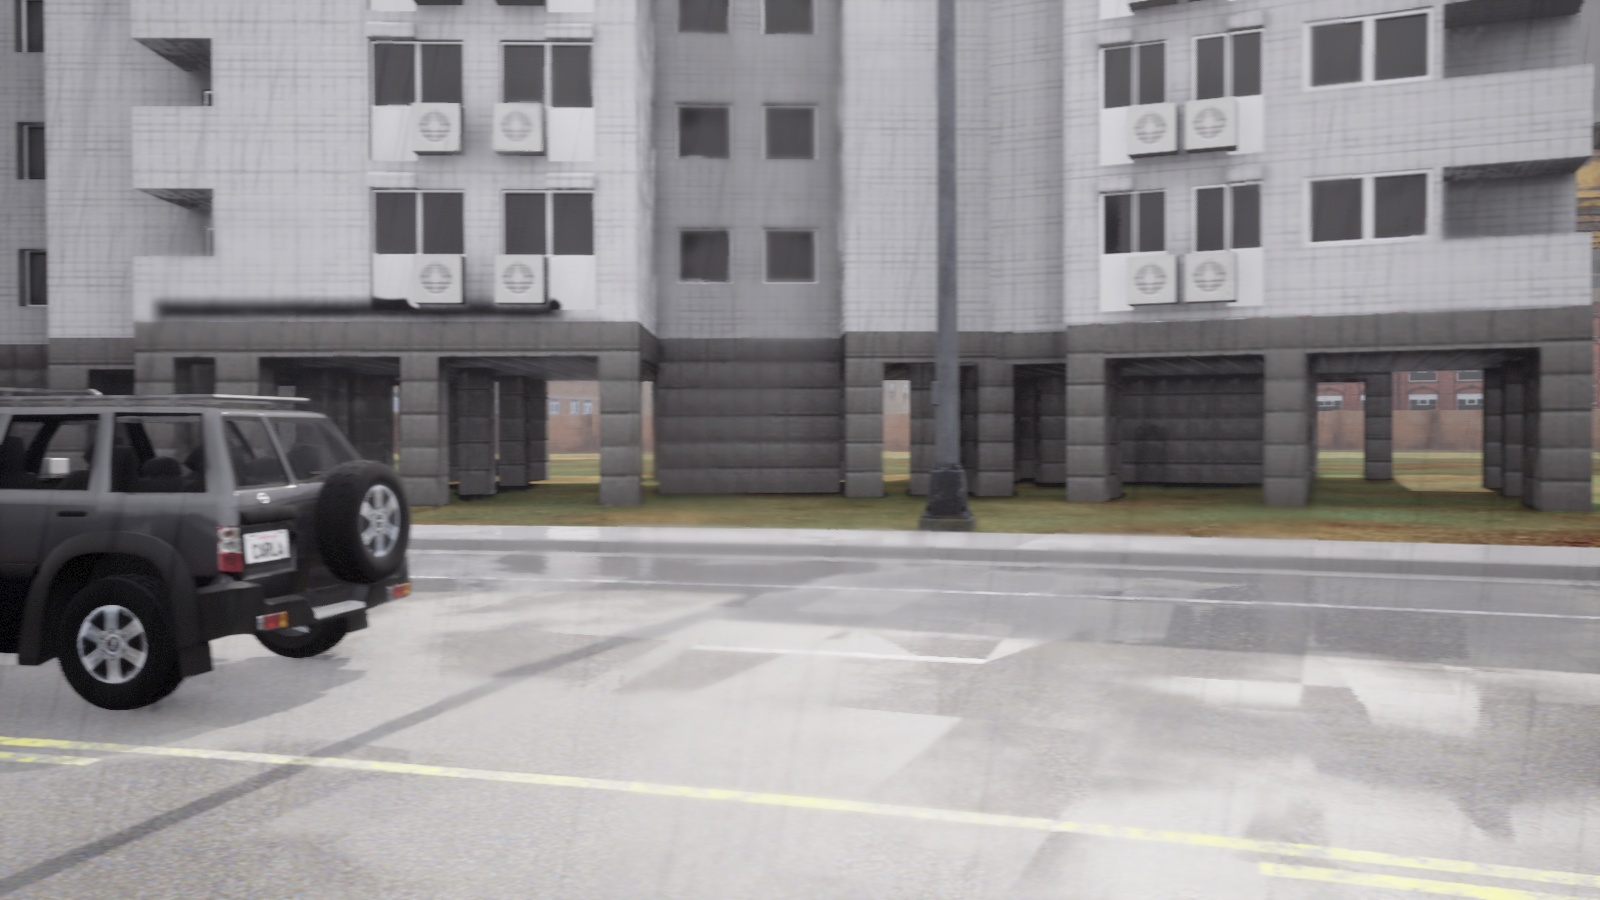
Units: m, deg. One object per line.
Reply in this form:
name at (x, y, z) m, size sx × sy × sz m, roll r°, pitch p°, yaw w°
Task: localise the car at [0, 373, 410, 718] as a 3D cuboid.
car at (-5.134, 0.488, 8.180) m, size 4.605 × 1.855 × 1.932 m, roll 0°, pitch 1°, yaw 12°
